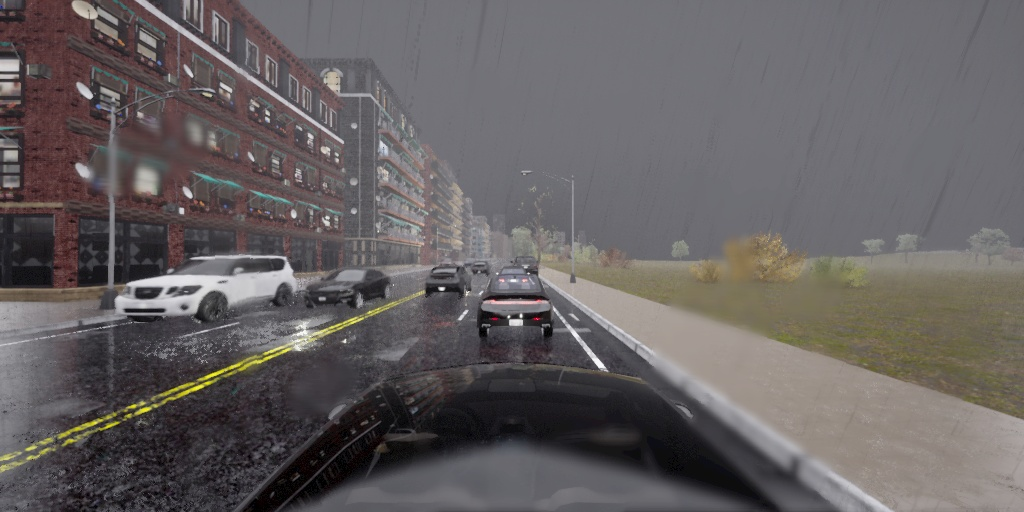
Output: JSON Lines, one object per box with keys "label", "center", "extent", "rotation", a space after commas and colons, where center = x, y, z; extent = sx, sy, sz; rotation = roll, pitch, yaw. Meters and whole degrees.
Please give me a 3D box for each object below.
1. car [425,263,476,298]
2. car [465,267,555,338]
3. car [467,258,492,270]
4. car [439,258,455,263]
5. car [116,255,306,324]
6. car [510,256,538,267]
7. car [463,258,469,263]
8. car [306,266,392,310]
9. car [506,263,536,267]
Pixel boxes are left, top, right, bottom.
{"label": "car", "center": [-3.189, 1.255, 18.666], "extent": [1.837, 1.490, 4.892], "rotation": [0, -1, 0]}
{"label": "car", "center": [0.081, 1.243, 10.260], "extent": [2.128, 1.511, 4.902], "rotation": [0, 0, 0]}
{"label": "car", "center": [-3.234, 1.260, 37.740], "extent": [1.837, 1.490, 4.892], "rotation": [0, 1, 0]}
{"label": "car", "center": [-9.964, 1.103, 54.959], "extent": [2.097, 1.767, 4.553], "rotation": [0, 0, 0]}
{"label": "car", "center": [-9.874, 0.973, 12.365], "extent": [2.150, 2.045, 5.566], "rotation": [0, 0, 0]}
{"label": "car", "center": [1.070, 0.978, 30.912], "extent": [2.150, 2.045, 5.566], "rotation": [0, 0, 0]}
{"label": "car", "center": [-6.716, 1.103, 57.371], "extent": [2.097, 1.767, 4.553], "rotation": [0, 0, 0]}
{"label": "car", "center": [-6.629, 1.229, 15.018], "extent": [1.882, 1.535, 5.008], "rotation": [0, 0, 0]}
{"label": "car", "center": [0.060, 1.300, 20.700], "extent": [2.033, 1.411, 5.357], "rotation": [0, 0, 0]}
